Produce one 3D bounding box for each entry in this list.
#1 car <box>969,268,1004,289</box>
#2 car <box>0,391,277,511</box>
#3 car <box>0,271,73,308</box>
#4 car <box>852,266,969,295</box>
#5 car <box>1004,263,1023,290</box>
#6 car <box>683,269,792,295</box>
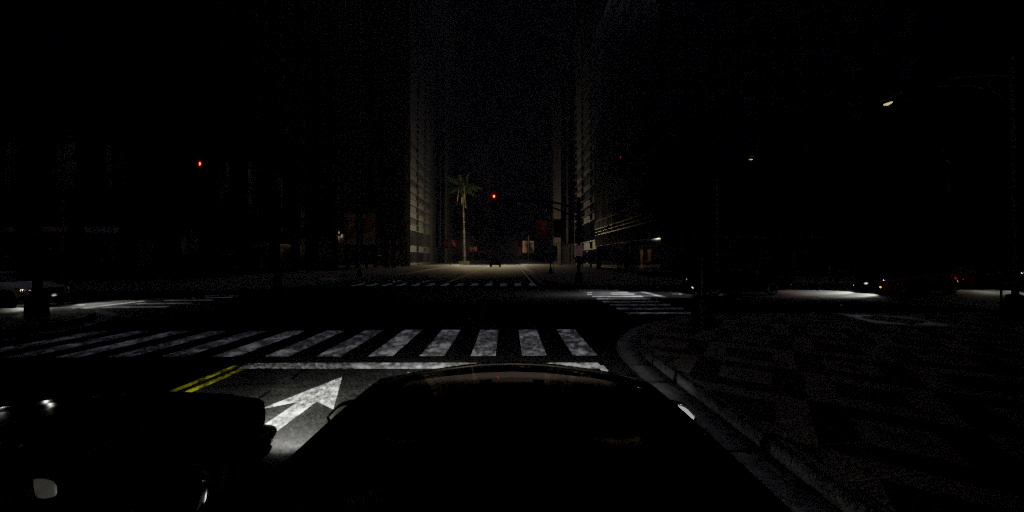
[{"bbox_3d":[26.419,1.275,21.753,4.207,1.307,1.802,0,0,-1],"label":"car"},{"bbox_3d":[-3.175,1.297,0.738,2.033,1.411,5.357,0,0,4],"label":"car"},{"bbox_3d":[-21.383,1.354,14.955,4.674,1.442,1.812,0,0,1],"label":"car"},{"bbox_3d":[20.621,1.252,18.893,4.181,1.385,1.994,0,0,-1],"label":"car"},{"bbox_3d":[29.967,1.012,19.060,4.553,1.767,2.097,0,0,-1],"label":"car"},{"bbox_3d":[11.613,1.320,18.739,4.718,1.301,1.895,0,0,-1],"label":"car"}]
